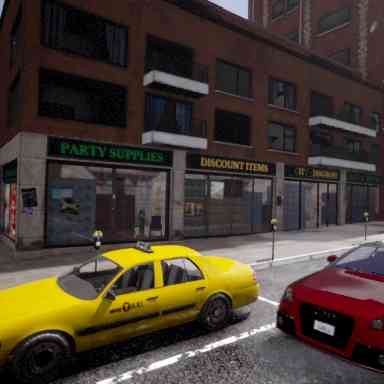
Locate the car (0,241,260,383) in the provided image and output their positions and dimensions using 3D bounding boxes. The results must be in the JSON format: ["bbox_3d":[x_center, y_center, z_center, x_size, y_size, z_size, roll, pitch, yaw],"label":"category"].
[{"bbox_3d":[-1.025,1.527,5.341,4.829,1.417,1.752,0,2,-35],"label":"car"}]

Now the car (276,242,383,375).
[{"bbox_3d":[3.323,1.567,5.443,4.181,1.385,1.994,0,0,-35],"label":"car"}]
